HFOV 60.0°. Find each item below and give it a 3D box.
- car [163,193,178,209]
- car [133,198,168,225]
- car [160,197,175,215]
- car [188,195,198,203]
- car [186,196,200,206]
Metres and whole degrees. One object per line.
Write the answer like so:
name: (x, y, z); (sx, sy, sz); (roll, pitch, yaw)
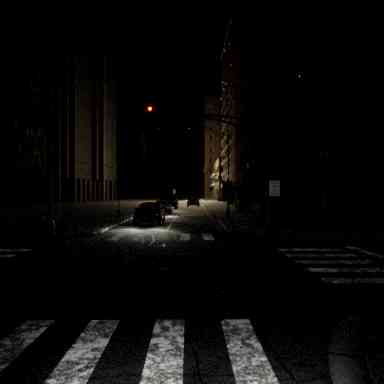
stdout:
car: (-3.007, 1.223, 45.069); (2.150, 2.045, 5.566); (0, 0, 1)
car: (-3.056, 1.479, 24.384); (1.882, 1.535, 5.008); (0, 0, 0)
car: (-3.040, 1.527, 34.359); (1.812, 1.442, 4.674); (0, 0, 0)
car: (0.213, 1.477, 67.871); (1.882, 1.535, 5.008); (0, 0, 0)
car: (0.200, 1.526, 53.300); (1.812, 1.442, 4.674); (0, 0, 0)
